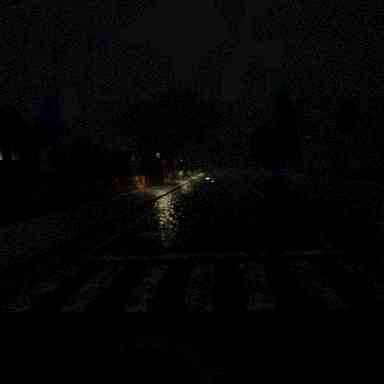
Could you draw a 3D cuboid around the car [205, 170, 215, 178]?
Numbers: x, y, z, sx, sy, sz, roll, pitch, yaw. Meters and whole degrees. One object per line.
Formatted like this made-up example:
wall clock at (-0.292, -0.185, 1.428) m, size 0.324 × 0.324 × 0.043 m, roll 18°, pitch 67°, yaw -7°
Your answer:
car at (3.668, -3.691, 67.745) m, size 2.128 × 1.511 × 4.902 m, roll -3°, pitch 4°, yaw 5°
